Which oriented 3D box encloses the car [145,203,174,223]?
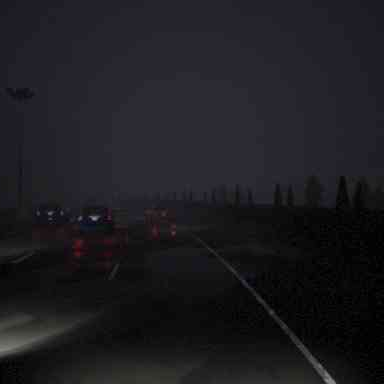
[{"bbox_3d":[-2.929,1.737,28.796,1.801,1.575,5.366,0,-1,-16],"label":"car"}]

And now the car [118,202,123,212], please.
[{"bbox_3d":[-10.936,2.001,46.478,1.812,1.442,4.674,0,0,-28],"label":"car"}]

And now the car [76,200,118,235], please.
[{"bbox_3d":[-5.924,1.570,20.872,2.097,1.767,4.553,0,-1,-12],"label":"car"}]

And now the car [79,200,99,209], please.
[{"bbox_3d":[-18.436,2.128,59.440,1.837,1.490,4.892,0,-1,-36],"label":"car"}]

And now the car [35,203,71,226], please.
[{"bbox_3d":[-10.802,1.636,26.092,2.097,1.767,4.553,0,-1,-15],"label":"car"}]

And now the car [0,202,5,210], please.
[{"bbox_3d":[-29.821,2.146,50.811,1.994,1.385,4.181,0,-1,-33],"label":"car"}]
